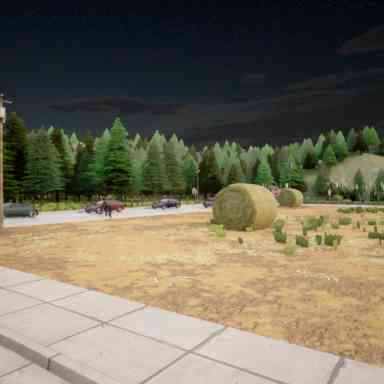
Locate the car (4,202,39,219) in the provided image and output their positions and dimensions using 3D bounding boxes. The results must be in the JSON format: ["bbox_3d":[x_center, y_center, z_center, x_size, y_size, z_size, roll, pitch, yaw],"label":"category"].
[{"bbox_3d":[-15.367,1.591,28.341,1.994,1.385,4.181,0,0,36],"label":"car"}]

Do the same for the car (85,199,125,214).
[{"bbox_3d":[-9.454,1.552,36.333,1.812,1.442,4.674,0,0,36],"label":"car"}]

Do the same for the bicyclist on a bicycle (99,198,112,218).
[{"bbox_3d":[-7.034,1.327,27.028,1.656,1.620,0.582,0,0,36],"label":"bicyclist on a bicycle"}]

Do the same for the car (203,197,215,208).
[{"bbox_3d":[3.501,1.518,47.782,2.128,1.511,4.902,0,0,37],"label":"car"}]

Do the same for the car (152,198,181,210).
[{"bbox_3d":[-3.373,1.552,44.560,1.812,1.442,4.674,0,0,37],"label":"car"}]
